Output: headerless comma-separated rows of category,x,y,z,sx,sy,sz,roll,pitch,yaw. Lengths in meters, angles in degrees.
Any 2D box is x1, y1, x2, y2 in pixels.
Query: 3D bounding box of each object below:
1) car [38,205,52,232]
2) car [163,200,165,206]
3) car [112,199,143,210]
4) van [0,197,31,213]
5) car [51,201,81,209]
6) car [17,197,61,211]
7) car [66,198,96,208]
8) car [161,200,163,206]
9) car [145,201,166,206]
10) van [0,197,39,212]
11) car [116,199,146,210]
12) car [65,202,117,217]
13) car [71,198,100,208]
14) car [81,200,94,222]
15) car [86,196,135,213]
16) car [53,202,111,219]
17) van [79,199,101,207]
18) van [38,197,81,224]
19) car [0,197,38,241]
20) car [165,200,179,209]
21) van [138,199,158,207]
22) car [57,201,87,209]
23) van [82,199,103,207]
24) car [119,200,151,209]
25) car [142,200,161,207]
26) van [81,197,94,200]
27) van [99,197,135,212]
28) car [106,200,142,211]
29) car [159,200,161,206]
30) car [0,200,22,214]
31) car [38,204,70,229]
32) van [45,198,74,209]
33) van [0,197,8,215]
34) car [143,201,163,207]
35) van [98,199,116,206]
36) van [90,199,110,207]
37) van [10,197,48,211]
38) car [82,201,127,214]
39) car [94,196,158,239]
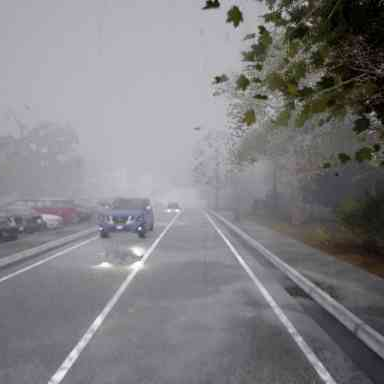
car,-10.353,1.582,17.480,4.792,1.488,2.163,0,-1,0
car,-10.266,3.046,86.847,4.892,1.521,2.231,0,-2,0
car,-10.266,2.013,53.548,4.553,1.767,2.185,0,-2,0
van,-23.269,1.614,42.477,4.442,1.987,1.878,0,-1,0
car,-23.373,2.402,61.862,4.674,1.452,2.002,0,-2,0
car,-23.351,1.812,50.793,5.566,2.045,2.435,0,-2,0
car,-23.336,2.338,70.303,5.566,2.045,2.435,0,-2,0
car,-10.306,2.916,81.296,4.792,1.488,2.163,0,-2,0
car,-10.083,3.218,92.264,5.366,1.575,1.946,0,-2,0
van,-23.499,1.692,45.379,4.442,1.987,1.878,0,-2,0
car,-10.264,2.088,56.323,4.553,1.767,2.185,0,-2,0
car,-10.314,1.774,34.135,4.674,1.452,2.002,0,-1,0
car,-23.334,2.413,73.072,5.566,2.045,2.435,0,-2,0
car,-10.323,1.643,25.808,5.008,1.535,2.097,0,-1,0
car,-10.334,1.588,42.450,5.566,2.045,2.435,0,-2,0
car,-10.284,1.733,31.358,4.792,1.488,2.163,0,-1,0
van,-23.243,2.513,75.840,4.442,1.987,1.878,0,-2,0
van,-10.436,1.387,23.034,4.442,1.987,1.878,0,-1,0
car,-10.298,1.271,14.706,5.566,2.045,2.435,0,-1,0
car,-3.298,2.401,59.543,1.895,1.301,4.718,0,-1,1
van,-10.395,2.586,78.527,4.442,1.987,1.878,0,-2,0
car,-23.363,2.440,64.757,5.008,1.535,2.097,0,-2,0
van,-23.475,2.588,78.610,4.442,1.987,1.878,0,-2,0
car,-10.107,2.285,59.095,5.366,1.575,1.946,0,-2,0
car,-10.305,2.838,84.072,4.553,1.767,2.185,0,-2,0
van,-10.193,1.538,36.914,4.442,1.987,1.878,0,-1,0
van,-10.187,1.688,45.225,4.442,1.987,1.878,0,-2,0
car,-10.294,2.064,50.769,5.008,1.535,2.097,0,-2,0
car,-10.251,2.767,75.745,4.792,1.488,2.163,0,-2,0
car,-23.392,1.796,39.853,5.008,1.535,2.097,0,-1,0
car,-10.324,1.623,20.255,4.674,1.452,2.002,0,-1,0
van,-23.489,2.062,59.100,4.442,1.987,1.878,0,-2,0
van,-23.272,1.540,37.086,4.442,1.987,1.878,0,-1,0
car,-10.455,3.129,89.613,5.366,1.575,1.946,0,-2,0
van,-23.465,2.996,92.323,4.442,1.987,1.878,0,-2,0
van,-23.246,2.740,84.163,4.442,1.987,1.878,0,-2,0
van,-23.498,1.763,48.023,4.442,1.987,1.878,0,-2,0
car,-10.337,1.824,39.693,4.792,1.488,2.163,0,-1,0
car,-3.346,1.296,18.127,2.150,2.045,5.566,0,-1,0
